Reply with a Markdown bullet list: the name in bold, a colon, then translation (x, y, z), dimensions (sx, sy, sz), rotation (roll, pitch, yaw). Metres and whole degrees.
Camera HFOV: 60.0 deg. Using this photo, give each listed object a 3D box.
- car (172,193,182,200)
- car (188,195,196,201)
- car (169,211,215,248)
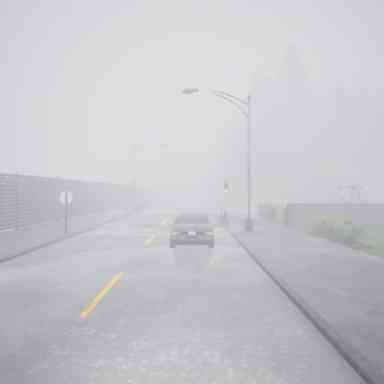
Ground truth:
- **car**: translation (-3.996, 1.223, 89.590), dimensions (2.150, 2.045, 5.566), rotation (0, 0, 4)
- **car**: translation (0.000, 1.513, 83.857), dimensions (1.812, 1.442, 4.674), rotation (0, 0, 0)
- **car**: translation (0.000, 1.561, 14.649), dimensions (2.033, 1.411, 5.357), rotation (0, 0, 0)
